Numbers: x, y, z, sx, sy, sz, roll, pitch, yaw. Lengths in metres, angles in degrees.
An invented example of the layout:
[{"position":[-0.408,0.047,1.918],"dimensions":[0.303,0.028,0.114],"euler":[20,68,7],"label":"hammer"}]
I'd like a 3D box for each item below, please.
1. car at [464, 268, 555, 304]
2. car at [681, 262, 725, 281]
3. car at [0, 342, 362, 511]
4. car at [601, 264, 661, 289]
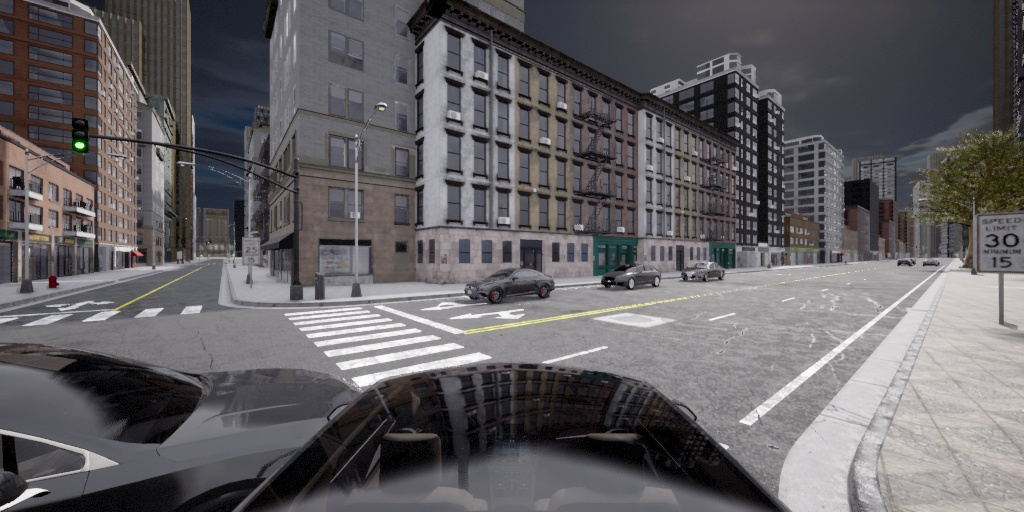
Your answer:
[{"position":[0.000,1.287,16.775],"dimensions":[4.674,1.442,1.812],"euler":[0,0,-39],"label":"car"},{"position":[15.731,1.236,29.434],"dimensions":[4.902,1.511,2.128],"euler":[0,0,-39],"label":"car"},{"position":[-3.218,1.257,1.811],"dimensions":[4.892,1.490,1.837],"euler":[0,0,-34],"label":"car"},{"position":[7.706,1.259,22.982],"dimensions":[4.892,1.490,1.837],"euler":[0,0,-39],"label":"car"}]
